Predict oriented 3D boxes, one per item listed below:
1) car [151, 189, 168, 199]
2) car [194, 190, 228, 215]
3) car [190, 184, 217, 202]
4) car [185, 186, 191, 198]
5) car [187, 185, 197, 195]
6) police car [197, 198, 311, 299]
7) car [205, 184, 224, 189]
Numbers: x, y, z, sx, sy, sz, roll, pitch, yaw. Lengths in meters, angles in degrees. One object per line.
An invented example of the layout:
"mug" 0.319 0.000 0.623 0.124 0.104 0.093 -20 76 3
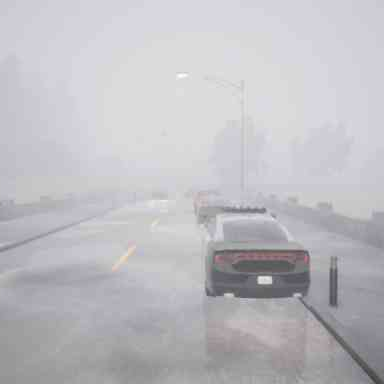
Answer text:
"car" -4.089 0.230 42.465 1.895 1.301 4.718 0 2 0
"car" 1.199 0.896 17.937 1.882 1.535 5.008 0 2 0
"car" 1.146 0.527 23.898 2.097 1.767 4.553 -3 2 0
"car" 0.012 0.047 44.751 2.128 1.511 4.902 0 2 1
"car" 0.001 -0.385 58.606 1.837 1.490 4.892 0 2 0
"police car" 1.200 1.162 8.050 1.930 1.638 5.238 0 2 0
"car" 6.311 -1.551 93.344 5.357 1.415 2.033 -2 2 -40
